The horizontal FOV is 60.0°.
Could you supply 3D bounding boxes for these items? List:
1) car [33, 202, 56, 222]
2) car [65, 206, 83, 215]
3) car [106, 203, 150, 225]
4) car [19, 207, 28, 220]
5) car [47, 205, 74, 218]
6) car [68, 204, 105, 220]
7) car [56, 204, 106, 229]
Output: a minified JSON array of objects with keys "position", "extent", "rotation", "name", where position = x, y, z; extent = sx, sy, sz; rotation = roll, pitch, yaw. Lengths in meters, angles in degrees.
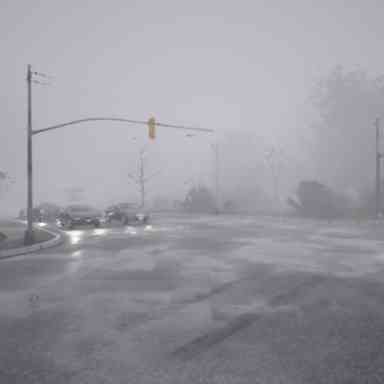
[{"position":[-13.429,1.802,30.938],"extent":[2.097,1.767,4.553],"rotation":[0,-2,-35],"name":"car"},{"position":[-22.056,3.445,61.966],"extent":[1.837,1.490,4.892],"rotation":[0,-3,-35],"name":"car"},{"position":[-4.916,1.587,24.788],"extent":[2.128,1.511,4.902],"rotation":[0,-1,-36],"name":"car"},{"position":[-19.162,2.475,39.223],"extent":[1.812,1.442,4.674],"rotation":[0,-3,-35],"name":"car"},{"position":[-16.465,2.443,41.473],"extent":[2.128,1.511,4.902],"rotation":[0,-3,-35],"name":"car"},{"position":[-10.529,1.982,32.897],"extent":[2.033,1.411,5.357],"rotation":[0,-2,-35],"name":"car"},{"position":[-7.721,1.612,22.753],"extent":[1.837,1.490,4.892],"rotation":[0,-1,-32],"name":"car"}]
